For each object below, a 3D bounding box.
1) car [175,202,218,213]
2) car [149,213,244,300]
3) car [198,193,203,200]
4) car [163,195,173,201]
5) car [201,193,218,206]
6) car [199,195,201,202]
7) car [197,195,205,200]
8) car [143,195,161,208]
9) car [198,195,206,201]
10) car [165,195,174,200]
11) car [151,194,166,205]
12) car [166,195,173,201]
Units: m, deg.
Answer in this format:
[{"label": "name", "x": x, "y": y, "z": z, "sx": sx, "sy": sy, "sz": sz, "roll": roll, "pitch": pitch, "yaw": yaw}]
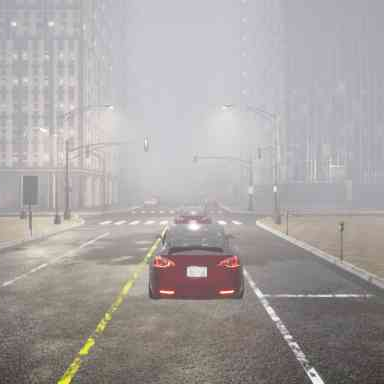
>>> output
[{"label": "car", "x": 0.040, "y": 1.497, "z": 18.411, "sx": 2.163, "sy": 1.488, "sz": 4.792, "roll": 0, "pitch": 0, "yaw": 0}, {"label": "car", "x": 0.075, "y": 1.502, "z": 8.416, "sx": 2.163, "sy": 1.488, "sz": 4.792, "roll": 0, "pitch": 0, "yaw": 0}, {"label": "car", "x": 2.497, "y": 1.224, "z": 70.877, "sx": 2.192, "sy": 1.841, "sz": 5.009, "roll": 0, "pitch": 0, "yaw": 0}, {"label": "car", "x": -5.916, "y": 1.428, "z": 82.209, "sx": 2.008, "sy": 1.369, "sz": 4.403, "roll": 0, "pitch": 0, "yaw": 0}, {"label": "car", "x": 2.689, "y": 1.400, "z": 48.177, "sx": 1.967, "sy": 1.590, "sz": 4.097, "roll": 0, "pitch": 0, "yaw": 0}, {"label": "car", "x": 2.642, "y": 1.500, "z": 53.855, "sx": 2.008, "sy": 1.369, "sz": 4.403, "roll": 0, "pitch": 0, "yaw": 0}, {"label": "car", "x": 2.449, "y": 1.411, "z": 87.901, "sx": 2.008, "sy": 1.369, "sz": 4.403, "roll": 0, "pitch": 0, "yaw": 0}, {"label": "car", "x": -5.951, "y": 1.485, "z": 47.984, "sx": 1.752, "sy": 1.417, "sz": 4.829, "roll": 0, "pitch": 0, "yaw": 0}, {"label": "car", "x": 2.465, "y": 1.422, "z": 82.227, "sx": 1.887, "sy": 1.381, "sz": 4.507, "roll": 0, "pitch": 0, "yaw": 0}, {"label": "car", "x": -5.931, "y": 1.411, "z": 87.885, "sx": 2.008, "sy": 1.369, "sz": 4.403, "roll": 0, "pitch": 0, "yaw": 0}, {"label": "car", "x": -5.936, "y": 1.264, "z": 53.832, "sx": 2.192, "sy": 1.841, "sz": 5.009, "roll": 0, "pitch": 0, "yaw": 0}, {"label": "car", "x": -5.900, "y": 1.438, "z": 76.534, "sx": 1.887, "sy": 1.381, "sz": 4.507, "roll": 0, "pitch": 0, "yaw": 0}]
